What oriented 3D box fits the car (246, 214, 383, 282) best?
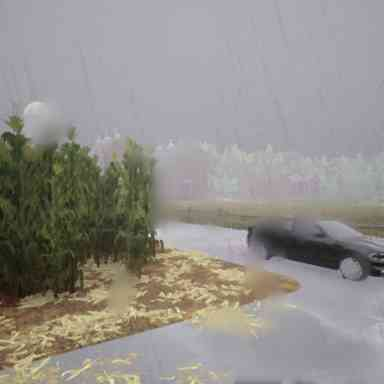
[{"bbox_3d":[3.886,1.508,10.314,1.882,1.535,5.008,0,0,-35],"label":"car"}]
